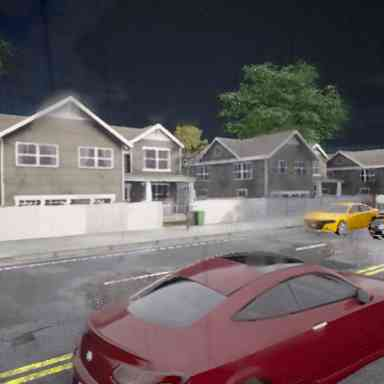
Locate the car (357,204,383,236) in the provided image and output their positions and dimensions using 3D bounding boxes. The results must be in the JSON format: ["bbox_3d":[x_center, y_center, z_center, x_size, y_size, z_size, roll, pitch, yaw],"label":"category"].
[{"bbox_3d":[9.704,1.299,14.593,4.902,1.511,2.128,-1,0,-35],"label":"car"}]

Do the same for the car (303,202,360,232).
[{"bbox_3d":[7.812,1.286,17.235,5.008,1.535,1.882,-1,0,-35],"label":"car"}]

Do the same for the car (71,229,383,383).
[{"bbox_3d":[0.972,1.489,4.132,4.674,1.442,1.812,-1,0,-35],"label":"car"}]
